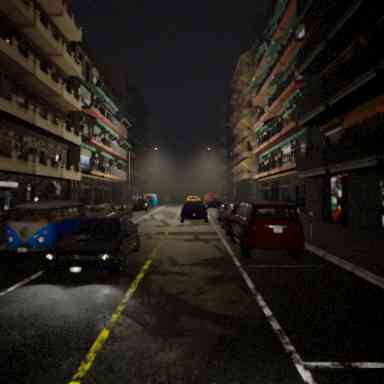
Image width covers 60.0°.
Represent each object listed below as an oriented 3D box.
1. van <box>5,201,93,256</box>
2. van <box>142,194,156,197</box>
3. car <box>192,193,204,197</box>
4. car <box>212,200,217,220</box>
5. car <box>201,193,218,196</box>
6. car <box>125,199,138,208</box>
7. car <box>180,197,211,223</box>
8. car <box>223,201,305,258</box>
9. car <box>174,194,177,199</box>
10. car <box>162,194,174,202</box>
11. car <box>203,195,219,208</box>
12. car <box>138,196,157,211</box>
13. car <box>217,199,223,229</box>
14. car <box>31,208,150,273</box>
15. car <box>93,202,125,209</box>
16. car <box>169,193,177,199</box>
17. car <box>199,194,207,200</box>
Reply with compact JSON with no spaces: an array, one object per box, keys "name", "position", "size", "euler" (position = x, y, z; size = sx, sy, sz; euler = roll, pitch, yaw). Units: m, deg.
[{"name":"van","position":[-5.268,1.270,12.444],"size":[1.690,1.788,3.998],"euler":[1,0,0]},{"name":"van","position":[-5.201,1.173,40.265],"size":[1.690,1.788,3.998],"euler":[1,0,0]},{"name":"car","position":[0.206,1.302,42.671],"size":[1.882,1.535,5.008],"euler":[0,0,0]},{"name":"car","position":[2.634,1.468,23.587],"size":[1.802,1.307,4.206],"euler":[1,0,0]},{"name":"car","position":[2.693,1.130,45.842],"size":[2.192,1.841,5.009],"euler":[1,0,0]},{"name":"car","position":[-5.245,1.412,23.403],"size":[1.752,1.417,4.829],"euler":[1,0,0]},{"name":"car","position":[0.162,1.360,24.612],"size":[1.882,1.535,5.008],"euler":[0,0,0]},{"name":"car","position":[2.611,1.245,12.461],"size":[2.192,1.841,5.009],"euler":[1,0,0]},{"name":"car","position":[-5.109,1.286,79.214],"size":[1.947,1.339,4.313],"euler":[1,0,0]},{"name":"car","position":[-5.136,1.275,67.916],"size":[1.752,1.417,4.829],"euler":[1,0,0]},{"name":"car","position":[2.676,1.398,40.278],"size":[1.947,1.339,4.313],"euler":[1,0,0]},{"name":"car","position":[-5.218,1.400,34.701],"size":[2.008,1.369,4.403],"euler":[1,0,0]},{"name":"car","position":[2.623,1.347,18.026],"size":[1.967,1.590,4.097],"euler":[1,0,0]},{"name":"car","position":[-2.818,1.485,10.730],"size":[2.033,1.411,5.357],"euler":[0,0,0]},{"name":"car","position":[-5.259,1.457,18.011],"size":[2.008,1.369,4.403],"euler":[1,0,0]},{"name":"car","position":[-5.080,1.136,90.342],"size":[1.967,1.590,4.097],"euler":[1,0,0]},{"name":"car","position":[2.786,1.233,84.959],"size":[1.752,1.417,4.829],"euler":[1,0,0]}]
